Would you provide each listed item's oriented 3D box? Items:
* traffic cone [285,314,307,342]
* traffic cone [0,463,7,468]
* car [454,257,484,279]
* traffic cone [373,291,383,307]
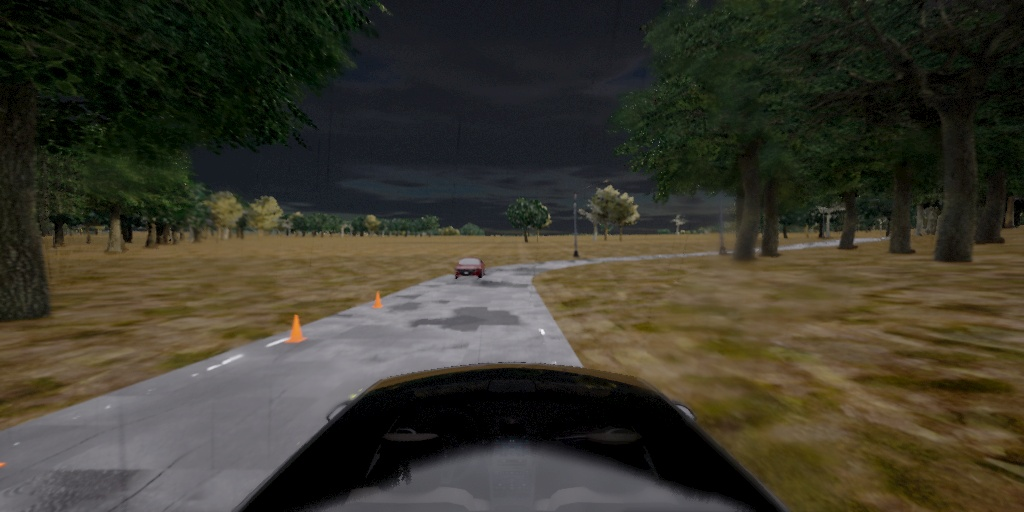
[{"bbox_3d":[-4.948,1.637,8.229,0.340,0.580,0.340,0,0,0],"label":"traffic cone"},{"bbox_3d":[-4.950,1.689,3.229,0.340,0.580,0.340,0,0,0],"label":"traffic cone"},{"bbox_3d":[-3.146,0.830,26.971,1.882,1.535,5.008,0,1,0],"label":"car"},{"bbox_3d":[-4.946,1.583,13.229,0.340,0.580,0.340,0,0,0],"label":"traffic cone"}]
